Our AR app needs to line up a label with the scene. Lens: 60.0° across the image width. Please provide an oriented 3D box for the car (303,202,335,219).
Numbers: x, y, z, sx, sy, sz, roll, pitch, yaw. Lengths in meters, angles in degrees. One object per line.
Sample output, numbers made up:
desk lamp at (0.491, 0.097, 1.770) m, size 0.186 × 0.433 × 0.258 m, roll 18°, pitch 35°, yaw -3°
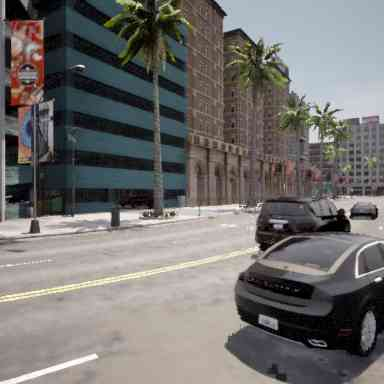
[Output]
car at (11.801, 1.652, 30.671) m, size 1.895 × 1.301 × 4.718 m, roll 0°, pitch 0°, yaw 32°

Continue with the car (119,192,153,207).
car at (-7.689, 0.987, 46.314) m, size 2.435 × 2.045 × 5.566 m, roll 0°, pitch 0°, yaw 32°

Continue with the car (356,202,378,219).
car at (15.269, 1.551, 29.460) m, size 1.994 × 1.385 × 4.181 m, roll 0°, pitch 0°, yaw 32°

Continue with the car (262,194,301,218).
car at (8.832, 1.256, 32.523) m, size 2.150 × 2.045 × 5.566 m, roll 0°, pitch 0°, yaw 32°

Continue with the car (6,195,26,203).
car at (-33.417, 1.341, 61.943) m, size 2.161 × 1.482 × 4.786 m, roll 0°, pitch 0°, yaw 32°

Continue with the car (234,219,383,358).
car at (2.808, 1.502, 6.106) m, size 4.892 × 1.490 × 1.837 m, roll 0°, pitch 0°, yaw -42°

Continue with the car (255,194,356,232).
car at (4.454, 1.214, 12.952) m, size 2.150 × 2.045 × 5.566 m, roll 0°, pitch 0°, yaw 38°
